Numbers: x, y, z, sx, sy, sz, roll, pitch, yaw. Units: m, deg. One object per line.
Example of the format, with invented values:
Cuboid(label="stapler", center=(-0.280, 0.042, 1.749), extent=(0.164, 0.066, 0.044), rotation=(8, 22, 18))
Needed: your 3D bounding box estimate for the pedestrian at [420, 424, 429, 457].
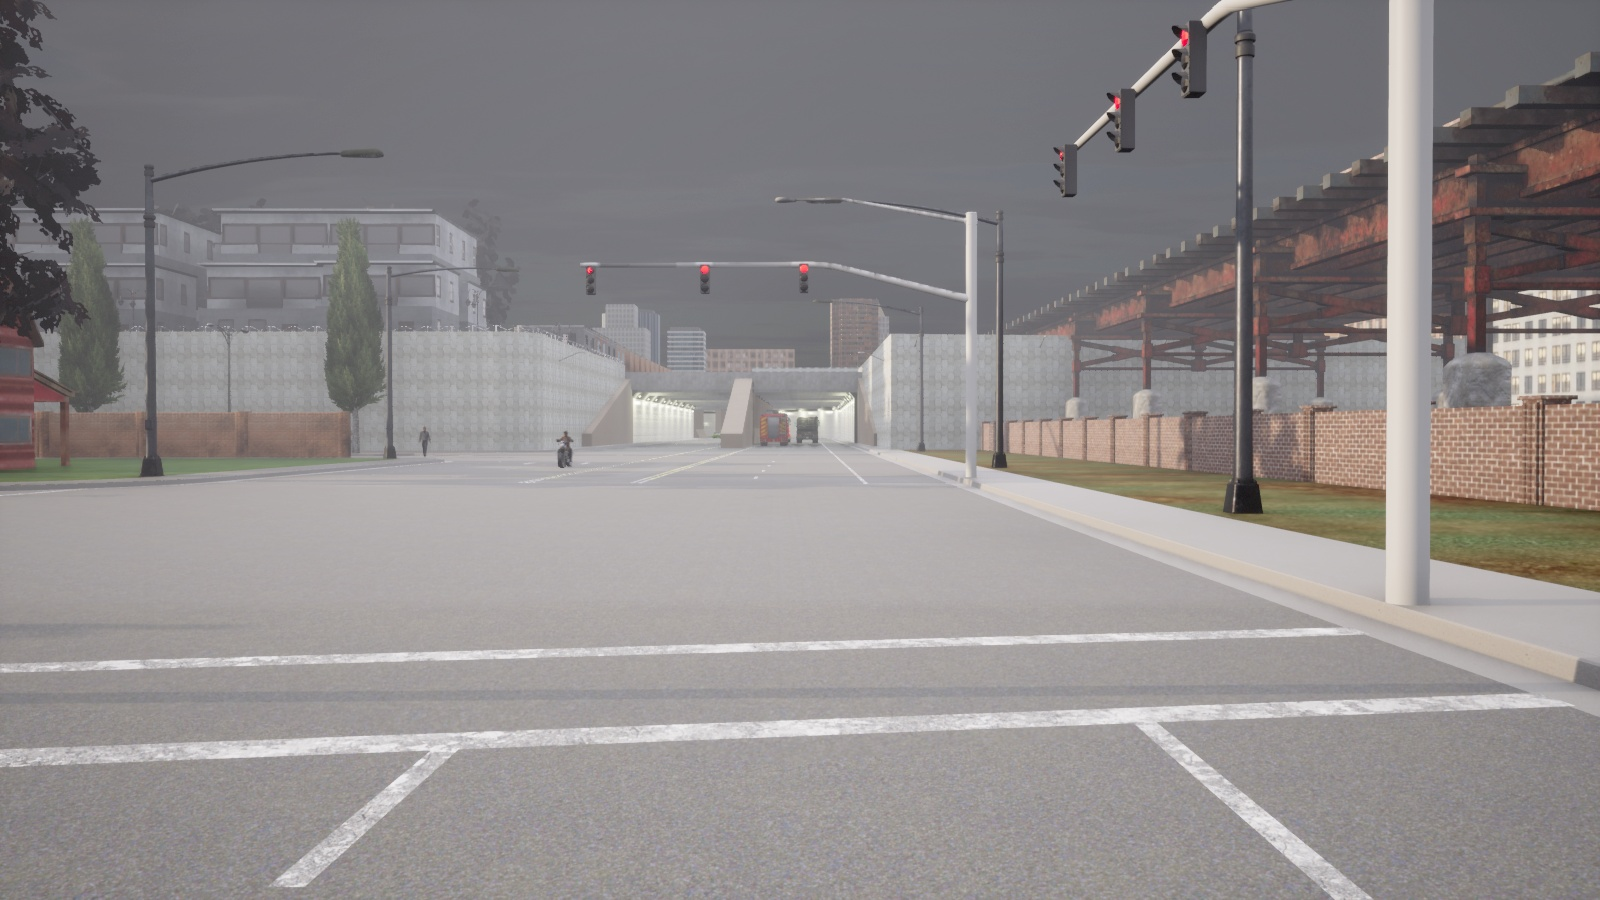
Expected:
Cuboid(label="pedestrian", center=(-21.981, -0.556, 73.543), extent=(0.423, 1.949, 0.788), rotation=(0, 1, -13))

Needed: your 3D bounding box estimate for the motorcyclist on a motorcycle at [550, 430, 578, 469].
Cuboid(label="motorcyclist on a motorcycle", center=(-10.172, -0.043, 54.273), extent=(0.766, 1.649, 2.350), rotation=(0, 1, 0))
